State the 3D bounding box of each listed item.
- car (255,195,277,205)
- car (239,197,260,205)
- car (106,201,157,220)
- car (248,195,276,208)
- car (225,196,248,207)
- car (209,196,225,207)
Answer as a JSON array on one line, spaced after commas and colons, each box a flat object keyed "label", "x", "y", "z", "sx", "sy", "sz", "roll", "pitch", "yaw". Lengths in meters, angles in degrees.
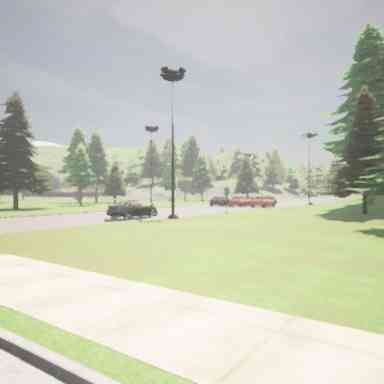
[{"label": "car", "x": 13.171, "y": 1.389, "z": 58.967, "sx": 2.097, "sy": 1.767, "sz": 4.553, "roll": 0, "pitch": 0, "yaw": 36}, {"label": "car", "x": 10.666, "y": 1.608, "z": 61.446, "sx": 1.994, "sy": 1.385, "sz": 4.181, "roll": 0, "pitch": 0, "yaw": 36}, {"label": "car", "x": -5.021, "y": 1.530, "z": 28.334, "sx": 2.128, "sy": 1.511, "sz": 4.902, "roll": 0, "pitch": 0, "yaw": 37}, {"label": "car", "x": 10.705, "y": 1.383, "z": 49.636, "sx": 2.097, "sy": 1.767, "sz": 4.553, "roll": 0, "pitch": 0, "yaw": 37}, {"label": "car", "x": 7.494, "y": 1.392, "z": 51.190, "sx": 2.097, "sy": 1.767, "sz": 4.553, "roll": 0, "pitch": 0, "yaw": 37}, {"label": "car", "x": 4.740, "y": 1.399, "z": 53.274, "sx": 2.097, "sy": 1.767, "sz": 4.553, "roll": 0, "pitch": 0, "yaw": 37}]
